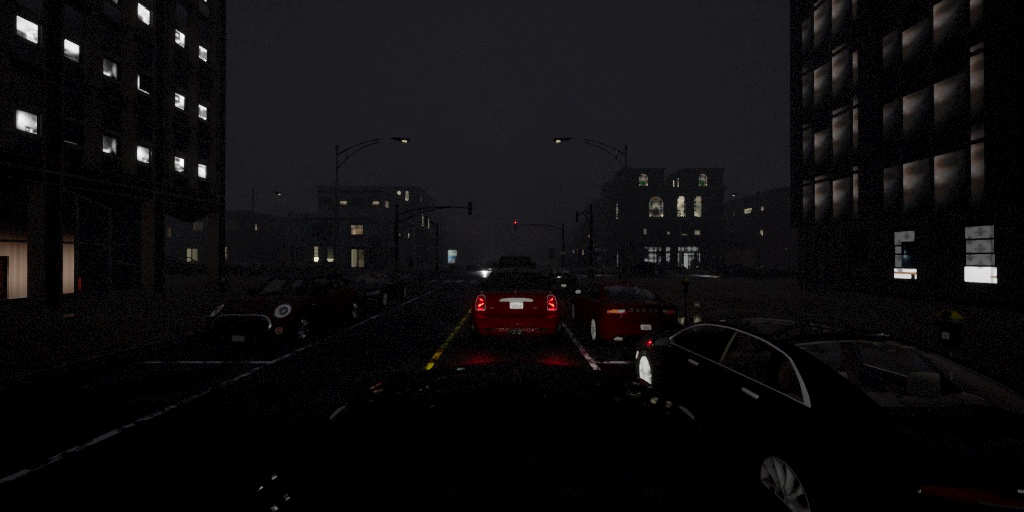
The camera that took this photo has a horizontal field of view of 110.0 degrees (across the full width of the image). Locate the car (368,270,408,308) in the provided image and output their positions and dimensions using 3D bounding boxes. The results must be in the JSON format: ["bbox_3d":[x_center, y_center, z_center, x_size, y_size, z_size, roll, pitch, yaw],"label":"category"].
[{"bbox_3d":[-5.696,1.302,15.135,2.007,1.370,4.403,0,0,0],"label":"car"}]

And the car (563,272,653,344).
[{"bbox_3d":[2.687,1.296,9.429,1.888,1.381,4.507,0,0,0],"label":"car"}]

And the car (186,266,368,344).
[{"bbox_3d":[-5.693,1.190,9.443,1.967,1.591,4.097,0,0,0],"label":"car"}]

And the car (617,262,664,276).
[{"bbox_3d":[13.772,1.339,38.403,4.892,1.490,1.837,0,0,1],"label":"car"}]

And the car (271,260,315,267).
[{"bbox_3d":[-25.469,1.198,41.588,4.829,1.417,1.751,0,0,1],"label":"car"}]

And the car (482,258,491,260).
[{"bbox_3d":[-3.092,1.357,52.070,1.895,1.301,4.718,0,0,-1],"label":"car"}]

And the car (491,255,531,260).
[{"bbox_3d":[0.113,0.974,20.128,2.150,2.045,5.566,0,0,-1],"label":"car"}]

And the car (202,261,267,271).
[{"bbox_3d":[-25.427,1.177,33.206,4.403,1.370,2.007,0,0,1],"label":"car"}]

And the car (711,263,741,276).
[{"bbox_3d":[23.618,1.447,38.256,4.181,1.385,1.994,0,0,2],"label":"car"}]

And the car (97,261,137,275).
[{"bbox_3d":[-36.500,1.131,33.372,4.403,1.370,2.007,0,0,1],"label":"car"}]

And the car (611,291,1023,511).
[{"bbox_3d":[2.689,1.301,3.737,2.007,1.370,4.403,0,0,0],"label":"car"}]

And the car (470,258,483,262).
[{"bbox_3d":[-5.709,1.338,53.213,1.802,1.307,4.207,0,0,0],"label":"car"}]

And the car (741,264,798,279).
[{"bbox_3d":[23.631,1.433,32.434,4.207,1.307,1.802,0,0,1],"label":"car"}]

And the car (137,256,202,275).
[{"bbox_3d":[-30.964,0.918,33.289,5.009,1.841,2.192,0,0,1],"label":"car"}]

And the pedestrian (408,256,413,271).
[{"bbox_3d":[-12.568,0.885,44.345,0.375,1.860,0.375,0,-1,1],"label":"pedestrian"}]

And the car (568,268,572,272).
[{"bbox_3d":[2.683,1.303,20.813,2.007,1.370,4.403,0,0,0],"label":"car"}]

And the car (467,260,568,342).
[{"bbox_3d":[0.096,1.103,9.974,2.097,1.767,4.553,0,0,0],"label":"car"}]
